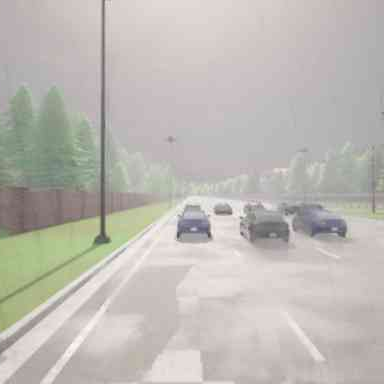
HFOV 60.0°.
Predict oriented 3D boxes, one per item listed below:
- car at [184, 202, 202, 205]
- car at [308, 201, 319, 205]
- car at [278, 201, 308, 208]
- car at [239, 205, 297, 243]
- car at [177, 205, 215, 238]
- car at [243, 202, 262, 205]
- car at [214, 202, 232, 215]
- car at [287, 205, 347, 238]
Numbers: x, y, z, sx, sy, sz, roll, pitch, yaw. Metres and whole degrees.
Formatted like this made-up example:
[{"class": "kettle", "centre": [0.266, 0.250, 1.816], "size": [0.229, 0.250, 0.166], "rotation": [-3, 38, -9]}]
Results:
[{"class": "car", "centre": [0.100, 1.842, 38.522], "size": [2.128, 1.511, 4.902], "rotation": [0, 0, 0]}, {"class": "car", "centre": [14.101, 1.844, 40.379], "size": [1.882, 1.535, 5.008], "rotation": [0, 0, 0]}, {"class": "car", "centre": [10.597, 1.836, 36.307], "size": [1.837, 1.490, 4.892], "rotation": [0, 0, 0]}, {"class": "car", "centre": [3.602, 1.662, 17.079], "size": [1.837, 1.490, 4.892], "rotation": [0, 0, 0]}, {"class": "car", "centre": [0.100, 1.697, 18.883], "size": [1.812, 1.442, 4.674], "rotation": [0, 0, 0]}, {"class": "car", "centre": [7.100, 1.842, 38.526], "size": [2.128, 1.511, 4.902], "rotation": [0, 0, 0]}, {"class": "car", "centre": [3.600, 1.922, 39.435], "size": [1.994, 1.385, 4.181], "rotation": [0, 0, 0]}, {"class": "car", "centre": [7.101, 1.697, 18.854], "size": [1.812, 1.442, 4.674], "rotation": [0, 0, 0]}]
